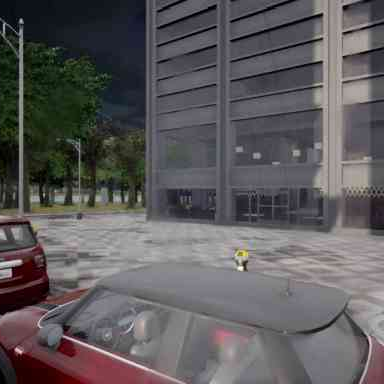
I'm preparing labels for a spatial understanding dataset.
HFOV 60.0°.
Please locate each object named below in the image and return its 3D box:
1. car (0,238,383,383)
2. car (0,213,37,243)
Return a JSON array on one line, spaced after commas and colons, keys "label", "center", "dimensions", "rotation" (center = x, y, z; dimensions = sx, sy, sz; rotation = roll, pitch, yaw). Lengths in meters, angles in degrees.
[{"label": "car", "center": [-0.351, 1.440, 3.212], "dimensions": [4.097, 1.590, 1.967], "rotation": [0, 0, 35]}, {"label": "car", "center": [-4.780, 1.315, 6.367], "dimensions": [5.009, 1.841, 2.192], "rotation": [0, 0, 35]}]
